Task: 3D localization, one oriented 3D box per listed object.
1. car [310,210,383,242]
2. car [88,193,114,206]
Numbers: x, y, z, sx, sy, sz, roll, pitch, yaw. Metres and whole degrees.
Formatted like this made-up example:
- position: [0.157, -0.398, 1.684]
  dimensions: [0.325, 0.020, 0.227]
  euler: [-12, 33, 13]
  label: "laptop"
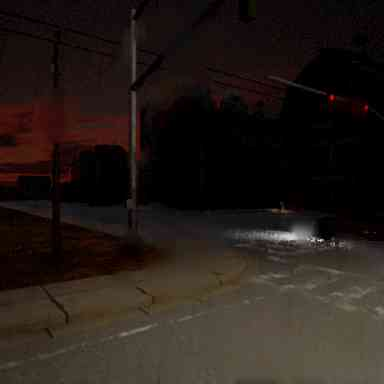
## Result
- position: [7.636, 1.528, 15.143]
  dimensions: [4.181, 1.385, 1.994]
  euler: [0, 1, 33]
  label: "car"
- position: [-13.764, 1.105, 50.617]
  dimensions: [3.866, 1.878, 1.905]
  euler: [-2, 5, 11]
  label: "car"
